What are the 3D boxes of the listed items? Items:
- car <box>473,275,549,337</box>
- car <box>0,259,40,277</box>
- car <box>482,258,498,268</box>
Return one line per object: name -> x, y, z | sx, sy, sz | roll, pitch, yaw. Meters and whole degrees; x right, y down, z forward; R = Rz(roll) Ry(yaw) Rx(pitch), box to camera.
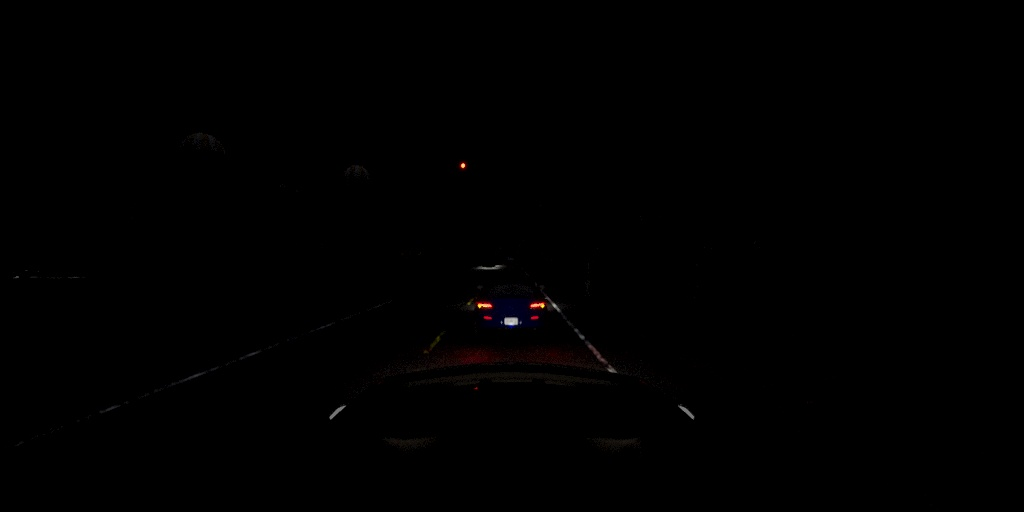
car -> -0.027, 1.268, 10.184 | 1.812, 1.442, 4.674 | 0, 0, 0
car -> -40.352, 0.931, 28.296 | 4.181, 1.385, 1.994 | 1, 0, 0
car -> -3.791, 1.225, 58.971 | 1.994, 1.385, 4.181 | 0, 0, 0
